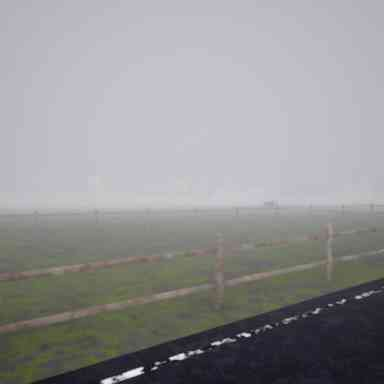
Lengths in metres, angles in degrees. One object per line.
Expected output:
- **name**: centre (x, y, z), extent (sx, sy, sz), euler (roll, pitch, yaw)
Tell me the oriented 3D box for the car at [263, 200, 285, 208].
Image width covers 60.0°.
- **car**: centre (14.433, 2.189, 58.767), extent (2.128, 1.511, 4.902), euler (1, -1, -21)
